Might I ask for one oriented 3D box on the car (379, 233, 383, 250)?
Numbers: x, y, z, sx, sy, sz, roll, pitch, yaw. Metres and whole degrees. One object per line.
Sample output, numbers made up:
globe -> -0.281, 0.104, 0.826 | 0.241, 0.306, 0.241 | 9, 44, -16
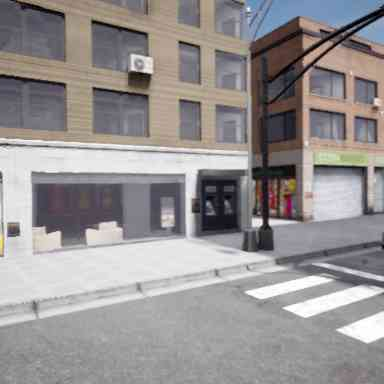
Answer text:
car -> 8.152, 1.146, 10.319 | 5.357, 1.411, 2.033 | -2, 1, -31
